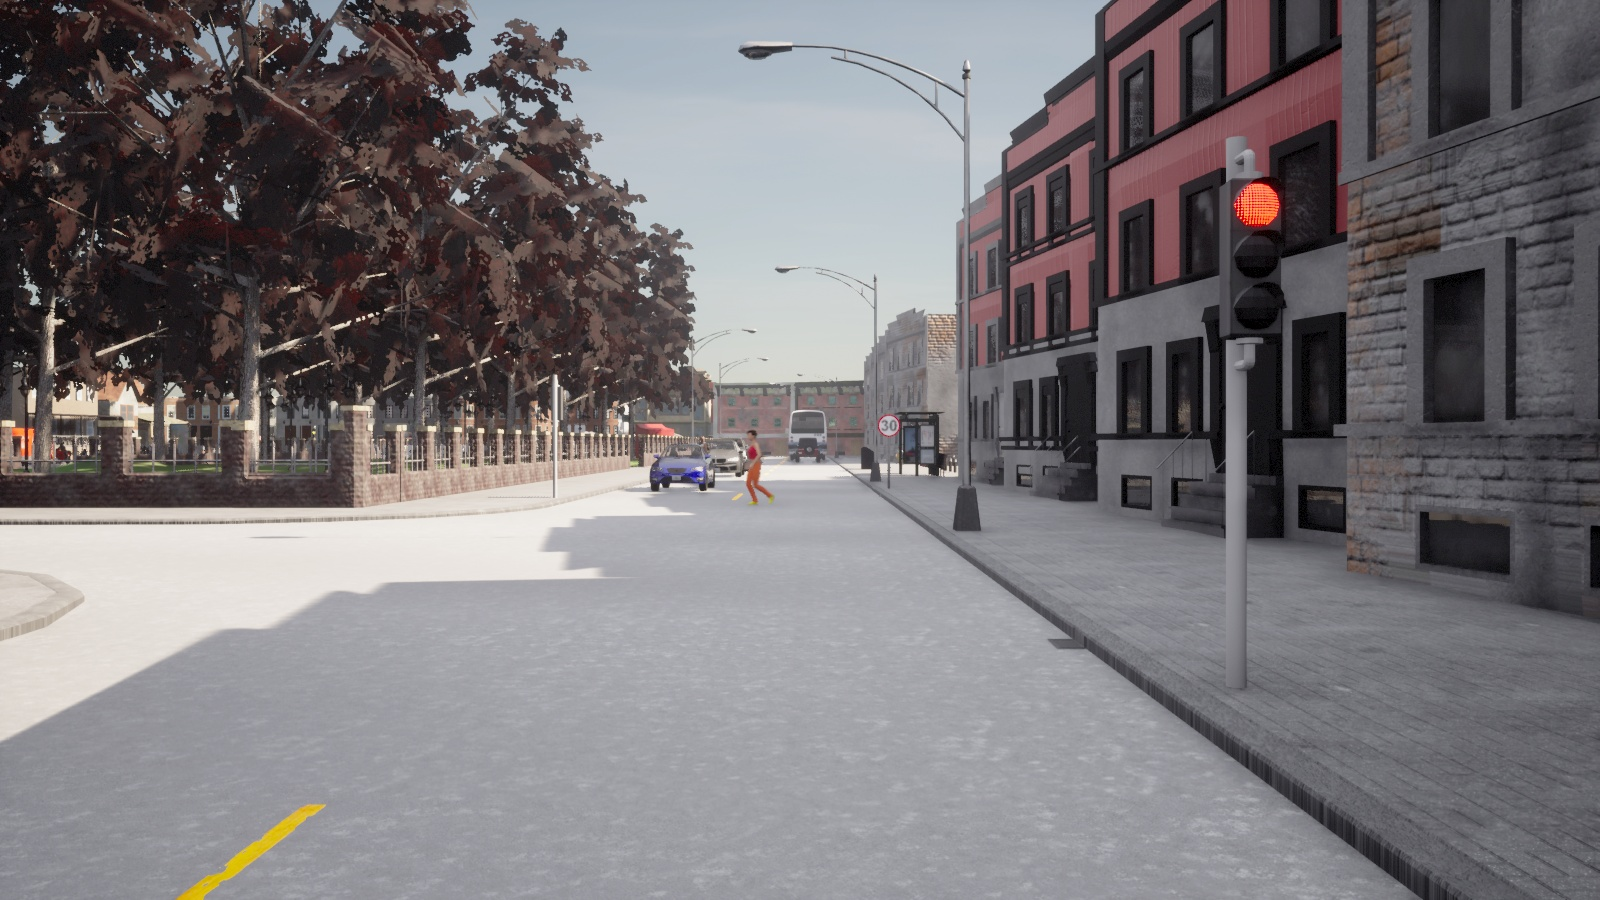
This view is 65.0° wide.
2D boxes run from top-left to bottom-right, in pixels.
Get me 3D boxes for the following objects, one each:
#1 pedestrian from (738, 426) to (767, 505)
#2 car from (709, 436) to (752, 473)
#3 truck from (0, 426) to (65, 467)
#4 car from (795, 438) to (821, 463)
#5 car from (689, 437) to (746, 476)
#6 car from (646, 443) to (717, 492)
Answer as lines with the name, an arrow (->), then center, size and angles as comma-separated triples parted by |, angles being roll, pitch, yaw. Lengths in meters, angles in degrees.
pedestrian -> -1.127, 0.369, 29.514 | 0.594, 1.836, 0.345 | 0, 0, -23
car -> -3.565, 0.191, 65.413 | 1.932, 1.855, 4.605 | 0, 0, 1
truck -> -49.393, -0.226, 78.920 | 2.627, 2.467, 5.204 | 1, 0, 14
car -> 0.609, 0.000, 96.251 | 1.905, 1.878, 3.866 | 0, 0, 0
car -> -3.627, 0.270, 56.252 | 2.242, 1.667, 4.611 | 0, 0, 0
car -> -3.717, 0.530, 40.145 | 1.816, 1.474, 4.193 | 0, 0, 1
